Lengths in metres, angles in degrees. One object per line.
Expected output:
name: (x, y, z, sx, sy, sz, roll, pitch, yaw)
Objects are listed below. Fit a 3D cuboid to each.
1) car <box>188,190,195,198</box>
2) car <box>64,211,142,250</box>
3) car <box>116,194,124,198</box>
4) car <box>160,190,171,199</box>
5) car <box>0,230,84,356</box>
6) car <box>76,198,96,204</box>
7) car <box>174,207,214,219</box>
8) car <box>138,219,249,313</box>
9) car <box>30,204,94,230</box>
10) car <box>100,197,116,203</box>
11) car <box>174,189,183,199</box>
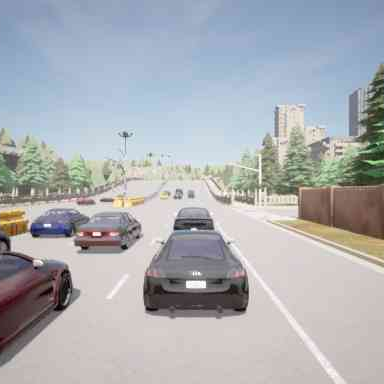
car: (-0.218, 0.839, 90.060, 1.837, 1.490, 4.892, 0, 4, 0)
car: (-3.409, 1.547, 14.371, 2.033, 1.411, 5.357, 0, 0, 0)
car: (-17.666, 1.324, 82.018, 2.033, 1.411, 5.357, 0, 2, 0)
car: (-7.198, 1.024, 86.902, 1.882, 1.535, 5.008, 0, 3, 0)
car: (-3.410, 1.564, 5.131, 1.994, 1.385, 4.181, 0, 0, 0)
car: (-17.644, 1.601, 55.411, 1.895, 1.301, 4.718, 0, 0, 0)
car: (0.084, 1.478, 16.730, 1.882, 1.535, 5.008, 0, 0, 0)
car: (0.088, 1.564, 7.740, 1.994, 1.385, 4.181, 0, 0, 1)
car: (-6.919, 1.564, 17.931, 1.994, 1.385, 4.181, 0, 0, 0)
car: (-17.580, 1.595, 68.521, 1.895, 1.301, 4.718, 0, 0, 0)
car: (-3.697, 0.903, 86.888, 2.097, 1.767, 4.553, 0, 3, 0)
